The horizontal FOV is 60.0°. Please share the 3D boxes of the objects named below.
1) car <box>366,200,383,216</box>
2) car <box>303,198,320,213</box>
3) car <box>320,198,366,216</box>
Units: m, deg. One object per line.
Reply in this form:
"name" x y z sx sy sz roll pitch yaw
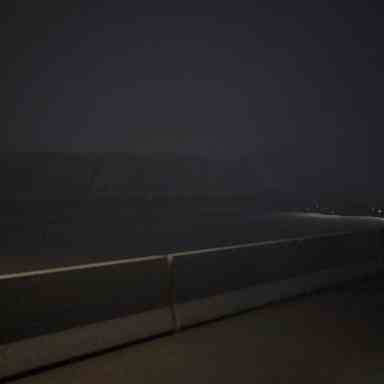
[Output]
"car" 17.966 1.416 29.806 4.892 1.490 1.837 0 0 -37
"car" 13.820 1.417 35.438 4.892 1.490 1.837 0 0 -37
"car" 14.994 1.462 31.929 5.357 1.411 2.033 0 0 -36
